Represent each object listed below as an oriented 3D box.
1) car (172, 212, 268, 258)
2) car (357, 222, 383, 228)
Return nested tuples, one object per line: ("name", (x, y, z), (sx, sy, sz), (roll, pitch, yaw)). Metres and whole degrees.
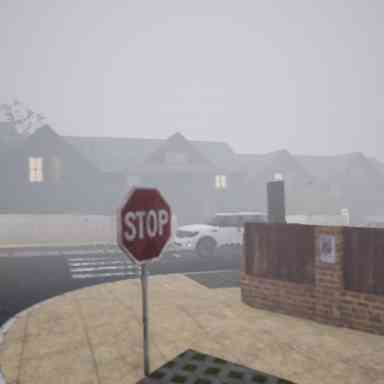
("car", (1.834, 2.019, 16.619), (5.566, 2.045, 2.150), (2, -3, -23))
("car", (11.324, 2.599, 20.523), (4.902, 1.511, 2.128), (2, -3, -22))
